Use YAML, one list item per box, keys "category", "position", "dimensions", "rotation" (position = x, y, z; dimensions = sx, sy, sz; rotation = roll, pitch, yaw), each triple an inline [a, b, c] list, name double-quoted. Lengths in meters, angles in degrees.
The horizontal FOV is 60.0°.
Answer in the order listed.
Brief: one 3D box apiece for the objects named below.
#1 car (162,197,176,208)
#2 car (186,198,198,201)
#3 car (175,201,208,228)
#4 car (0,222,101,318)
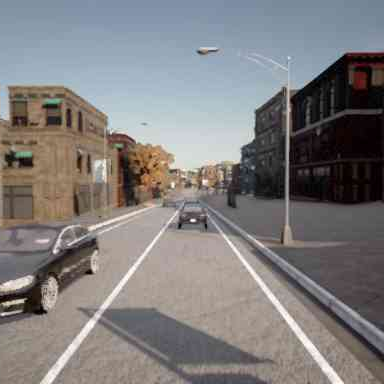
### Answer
- category: "car"
  position: [-3.349, 1.564, 49.185]
  dimensions: [1.837, 1.490, 4.892]
  rotation: [0, 0, 1]
- category: "car"
  position: [-0.006, 1.532, 42.064]
  dimensions: [1.882, 1.535, 5.008]
  rotation: [0, 0, 0]
- category: "car"
  position: [0.057, 1.532, 22.116]
  dimensions: [1.812, 1.442, 4.674]
  rotation: [0, 0, 0]
- category: "car"
  position: [-3.520, 1.488, 7.646]
  dimensions: [2.128, 1.511, 4.902]
  rotation: [0, 0, 0]
